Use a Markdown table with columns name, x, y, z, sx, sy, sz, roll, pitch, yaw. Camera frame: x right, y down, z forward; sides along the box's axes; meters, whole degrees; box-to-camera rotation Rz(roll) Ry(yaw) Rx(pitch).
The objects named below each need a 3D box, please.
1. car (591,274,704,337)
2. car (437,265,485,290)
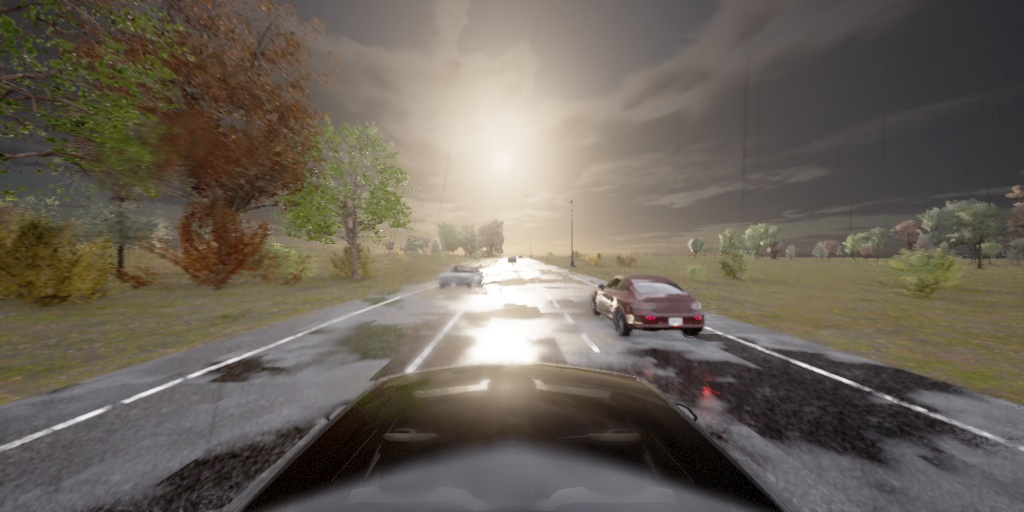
| name | x | y | z | sx | sy | sz | roll | pitch | yaw |
| --- | --- | --- | --- | --- | --- | --- | --- | --- | --- |
| car | 3.502 | 1.219 | 9.974 | 1.812 | 1.442 | 4.674 | 0 | 0 | 0 |
| car | -2.944 | 1.215 | 21.428 | 1.895 | 1.301 | 4.718 | 0 | 0 | 6 |
